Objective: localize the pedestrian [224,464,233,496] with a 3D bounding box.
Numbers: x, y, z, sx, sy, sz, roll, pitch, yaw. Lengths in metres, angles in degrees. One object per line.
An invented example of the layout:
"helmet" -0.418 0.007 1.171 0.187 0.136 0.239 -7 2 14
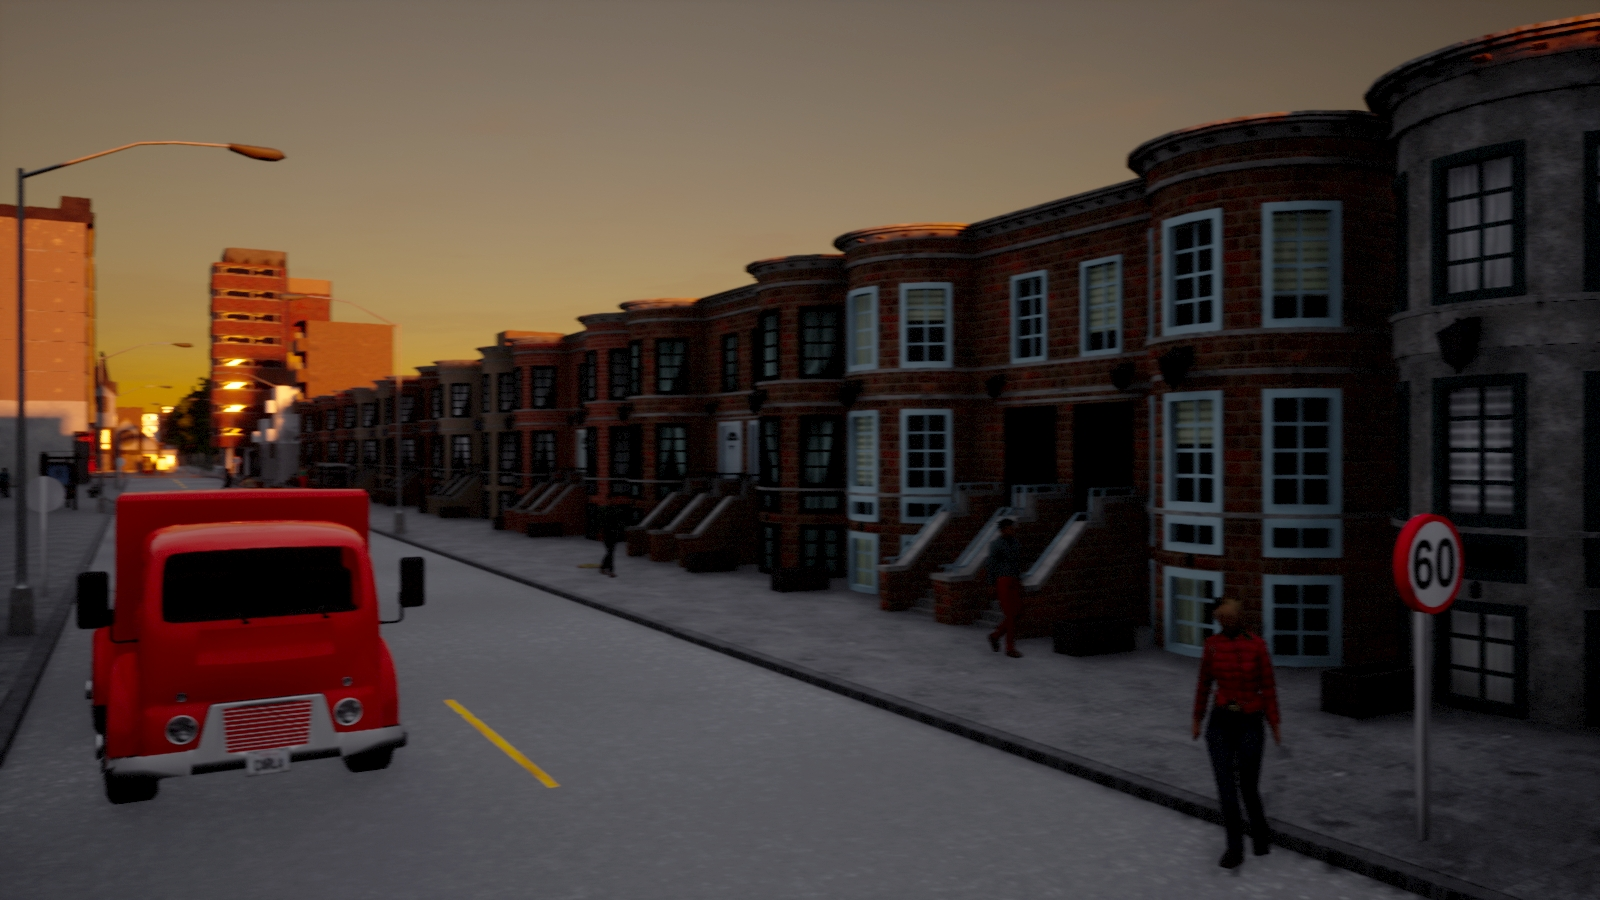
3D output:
"pedestrian" -33.001 1.728 66.008 0.375 1.860 0.375 0 0 -6

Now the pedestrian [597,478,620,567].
"pedestrian" -4.077 1.541 24.327 0.375 1.860 0.375 0 0 -30

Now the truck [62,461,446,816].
"truck" -5.332 1.382 10.920 2.627 2.467 5.204 0 -1 -30

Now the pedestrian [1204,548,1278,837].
"pedestrian" 3.008 1.624 7.793 0.375 1.860 0.375 0 0 38

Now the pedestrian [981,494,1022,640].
"pedestrian" 2.645 1.522 14.994 0.375 1.860 0.375 0 0 -33

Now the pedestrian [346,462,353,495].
"pedestrian" -25.684 1.606 65.166 0.375 1.860 0.375 0 0 -20
